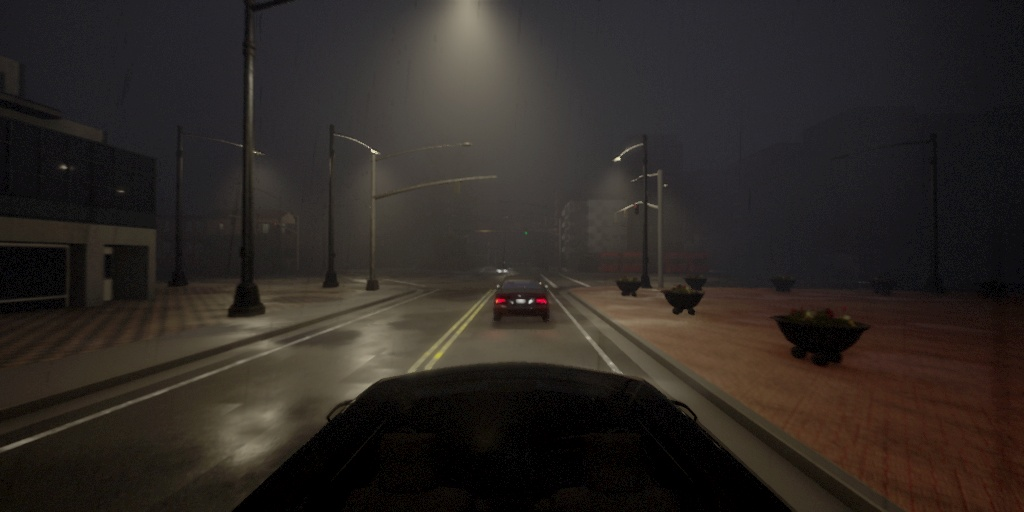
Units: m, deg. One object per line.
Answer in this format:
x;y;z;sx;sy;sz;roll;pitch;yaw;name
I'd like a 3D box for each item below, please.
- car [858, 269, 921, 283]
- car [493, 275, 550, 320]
41.770;2.201;39.720;5.357;1.411;2.033;1;0;2;car
0.351;1.393;13.017;2.033;1.411;5.357;0;0;2;car
